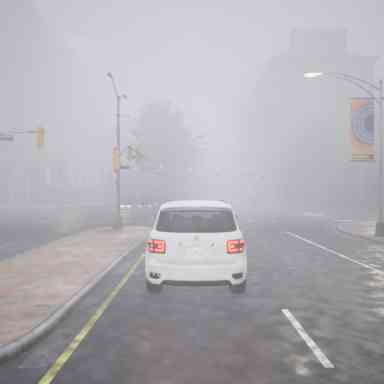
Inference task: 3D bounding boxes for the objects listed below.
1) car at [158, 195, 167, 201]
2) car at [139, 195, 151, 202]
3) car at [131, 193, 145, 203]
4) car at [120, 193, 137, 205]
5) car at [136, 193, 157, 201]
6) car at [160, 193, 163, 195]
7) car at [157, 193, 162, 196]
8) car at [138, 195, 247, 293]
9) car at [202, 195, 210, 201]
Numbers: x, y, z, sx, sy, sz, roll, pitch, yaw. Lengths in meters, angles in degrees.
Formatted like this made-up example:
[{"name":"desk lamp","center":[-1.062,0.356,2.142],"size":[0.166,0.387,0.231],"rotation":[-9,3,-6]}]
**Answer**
[{"name":"car","center":[-7.702,1.552,86.212],"size":[1.994,1.385,4.181],"rotation":[0,0,0]},{"name":"car","center":[-11.224,1.525,80.034],"size":[2.128,1.511,4.902],"rotation":[0,0,0]},{"name":"car","center":[-11.260,1.225,69.596],"size":[2.150,2.045,5.566],"rotation":[0,0,0]},{"name":"car","center":[-11.363,1.491,59.677],"size":[2.128,1.511,4.902],"rotation":[0,0,1]},{"name":"car","center":[-7.881,1.352,57.896],"size":[2.097,1.767,4.553],"rotation":[0,0,0]},{"name":"car","center":[-7.736,1.225,76.397],"size":[2.150,2.045,5.566],"rotation":[0,0,0]},{"name":"car","center":[-7.794,1.526,66.780],"size":[1.812,1.442,4.674],"rotation":[0,0,1]},{"name":"car","center":[0.102,1.221,9.012],"size":[2.150,2.045,5.566],"rotation":[0,0,0]},{"name":"car","center":[3.811,1.540,89.859],"size":[2.033,1.411,5.357],"rotation":[0,0,0]}]
